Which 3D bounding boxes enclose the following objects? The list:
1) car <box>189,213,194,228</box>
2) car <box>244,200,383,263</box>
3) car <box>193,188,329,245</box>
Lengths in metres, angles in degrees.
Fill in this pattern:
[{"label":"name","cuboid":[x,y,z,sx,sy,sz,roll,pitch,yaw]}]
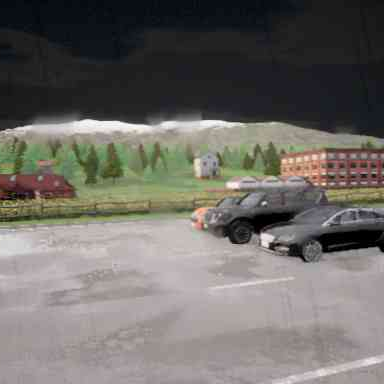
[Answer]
[{"label":"car","cuboid":[2.161,0.982,17.099,4.553,1.767,2.097,-2,1,-18]},{"label":"car","cuboid":[4.447,1.181,10.483,4.902,1.511,2.128,-2,1,-18]},{"label":"car","cuboid":[3.154,0.886,13.741,5.566,2.045,2.150,-2,1,-18]}]
